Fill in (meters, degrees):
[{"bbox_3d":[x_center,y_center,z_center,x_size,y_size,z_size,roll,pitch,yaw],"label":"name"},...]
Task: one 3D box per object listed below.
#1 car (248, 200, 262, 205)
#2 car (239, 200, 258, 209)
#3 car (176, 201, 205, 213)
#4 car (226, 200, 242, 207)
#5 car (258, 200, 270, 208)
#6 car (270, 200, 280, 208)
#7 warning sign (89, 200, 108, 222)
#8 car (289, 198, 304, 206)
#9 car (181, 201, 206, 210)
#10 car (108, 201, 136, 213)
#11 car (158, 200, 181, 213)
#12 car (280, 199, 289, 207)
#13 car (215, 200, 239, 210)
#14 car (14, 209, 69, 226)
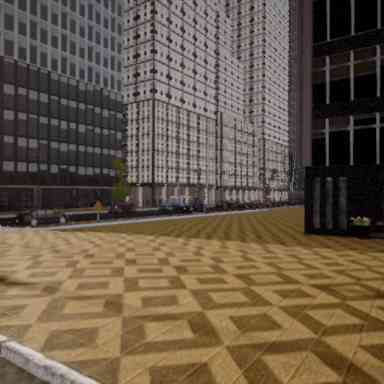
[{"bbox_3d":[15.847,2.642,83.923,1.947,1.339,4.313,0,-1,35],"label":"car"},{"bbox_3d":[9.852,2.480,60.608,1.947,1.339,4.313,0,-1,35],"label":"car"},{"bbox_3d":[0.192,2.312,46.707,1.947,1.339,4.313,0,-1,35],"label":"car"},{"bbox_3d":[9.410,2.548,74.658,1.802,1.307,4.206,0,-1,35],"label":"car"},{"bbox_3d":[13.071,2.552,65.241,1.802,1.307,4.206,0,-1,35],"label":"car"},{"bbox_3d":[16.291,2.465,69.876,1.967,1.590,4.097,0,-1,35],"label":"car"},{"bbox_3d":[-8.456,1.692,30.061,1.300,1.860,1.060,1,1,35],"label":"warning sign"},{"bbox_3d":[25.951,2.757,83.776,1.947,1.339,4.313,0,-1,35],"label":"car"},{"bbox_3d":[0.325,2.269,56.864,1.882,1.535,5.008,1,-1,35],"label":"car"},{"bbox_3d":[-9.904,2.071,46.865,1.967,1.590,4.097,0,-1,35],"label":"car"},{"bbox_3d":[-2.497,2.266,47.536,2.033,1.411,5.357,0,0,35],"label":"car"},{"bbox_3d":[19.511,2.646,74.508,1.947,1.339,4.313,0,-1,35],"label":"car"},{"bbox_3d":[5.978,2.218,59.731,2.097,1.767,4.553,0,0,35],"label":"car"},{"bbox_3d":[-12.580,2.071,28.101,2.008,1.369,4.403,0,-1,35],"label":"car"}]
